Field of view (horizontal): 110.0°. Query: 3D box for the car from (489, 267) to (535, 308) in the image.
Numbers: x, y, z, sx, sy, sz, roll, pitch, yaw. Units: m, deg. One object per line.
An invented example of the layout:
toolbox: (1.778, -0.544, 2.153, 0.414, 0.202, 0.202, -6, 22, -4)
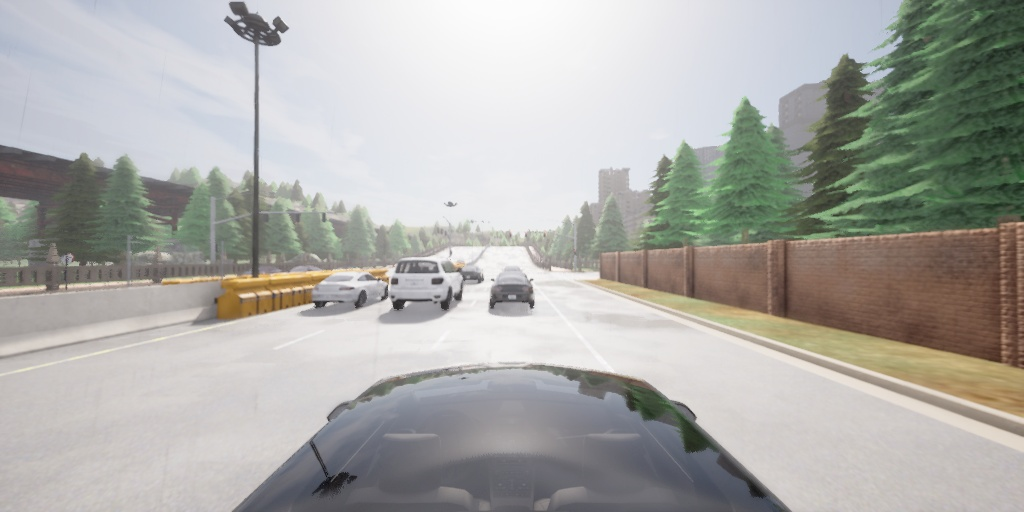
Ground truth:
car: (0.012, 1.410, 15.890, 1.812, 1.442, 4.674, 0, 0, 0)

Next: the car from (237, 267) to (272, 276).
car: (-20.992, 1.584, 30.225, 1.994, 1.385, 4.181, 0, -1, 0)

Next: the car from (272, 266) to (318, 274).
car: (-17.492, 1.545, 30.114, 1.812, 1.442, 4.674, 0, -1, 0)

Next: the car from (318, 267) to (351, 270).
car: (-13.992, 1.584, 30.213, 1.994, 1.385, 4.181, 0, -1, 0)

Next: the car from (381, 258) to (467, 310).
car: (-3.493, 1.097, 15.532, 2.150, 2.045, 5.566, 0, 0, 0)

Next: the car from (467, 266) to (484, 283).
car: (-3.479, 1.552, 30.895, 1.812, 1.442, 4.674, 0, 0, 0)

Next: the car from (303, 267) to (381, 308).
car: (-6.988, 1.410, 15.903, 1.812, 1.442, 4.674, 0, 0, 0)
